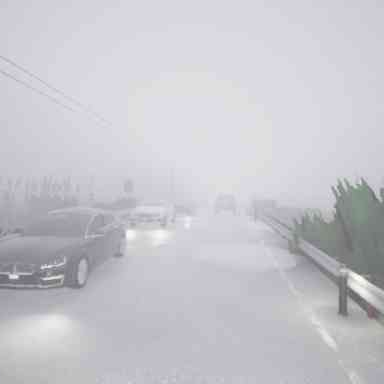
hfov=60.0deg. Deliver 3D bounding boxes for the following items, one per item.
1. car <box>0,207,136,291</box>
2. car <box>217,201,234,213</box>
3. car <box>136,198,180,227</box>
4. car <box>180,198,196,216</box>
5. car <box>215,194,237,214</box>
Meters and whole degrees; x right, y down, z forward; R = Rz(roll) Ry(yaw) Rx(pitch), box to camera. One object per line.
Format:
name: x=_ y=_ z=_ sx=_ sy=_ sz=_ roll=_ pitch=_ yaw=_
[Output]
car: x=-3.043 y=1.210 z=8.462 sx=1.837 sy=1.490 sz=4.892 roll=1 pitch=2 yaw=5
car: x=4.803 y=2.121 z=47.705 sx=2.128 sy=1.511 sz=4.902 roll=1 pitch=-2 yaw=3
car: x=-2.056 y=1.068 z=18.693 sx=1.812 sy=1.442 sz=4.674 roll=1 pitch=0 yaw=6
car: x=-0.816 y=1.224 z=29.111 sx=1.882 sy=1.535 sz=5.008 roll=1 pitch=-2 yaw=7
car: x=3.613 y=1.322 z=35.425 sx=2.150 sy=2.045 sz=5.566 roll=1 pitch=-3 yaw=7
